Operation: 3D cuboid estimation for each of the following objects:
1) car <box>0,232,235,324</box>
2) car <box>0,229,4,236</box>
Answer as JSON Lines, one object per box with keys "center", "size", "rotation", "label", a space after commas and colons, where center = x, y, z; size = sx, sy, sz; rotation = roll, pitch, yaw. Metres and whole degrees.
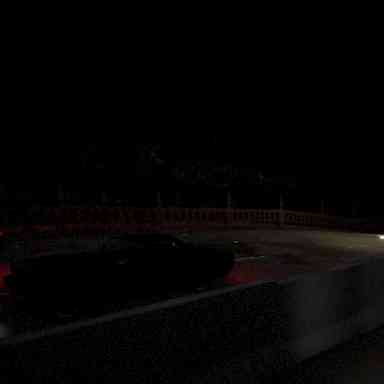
{"center": [-1.395, 1.621, 7.298], "size": [4.718, 1.301, 1.895], "rotation": [0, 0, -35], "label": "car"}
{"center": [-8.473, 1.557, 10.846], "size": [4.181, 1.385, 1.994], "rotation": [0, 0, -36], "label": "car"}
